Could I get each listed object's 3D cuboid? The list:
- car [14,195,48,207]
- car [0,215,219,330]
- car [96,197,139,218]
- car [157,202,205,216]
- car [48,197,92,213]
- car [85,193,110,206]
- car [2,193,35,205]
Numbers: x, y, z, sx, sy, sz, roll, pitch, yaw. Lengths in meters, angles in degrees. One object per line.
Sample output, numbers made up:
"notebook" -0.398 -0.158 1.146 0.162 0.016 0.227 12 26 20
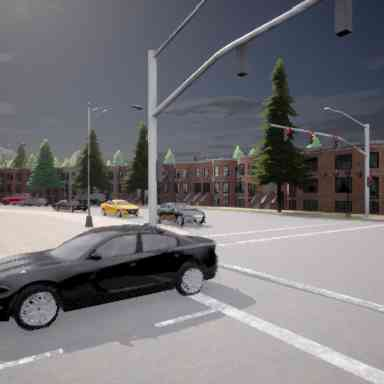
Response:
"car" -24.121 1.547 51.169 5.357 1.411 2.033 0 0 17
"car" -1.705 1.477 7.077 5.008 1.535 1.882 0 0 -36
"car" -6.743 1.477 30.891 1.882 1.535 5.008 0 0 -40
"car" -0.991 1.491 23.328 2.128 1.511 4.902 0 0 -36
"car" -13.914 1.601 37.954 4.718 1.301 1.895 0 0 37
"car" -14.998 1.222 51.190 5.566 2.045 2.150 0 0 27
"car" -28.982 1.221 55.956 5.566 2.045 2.150 0 0 10
